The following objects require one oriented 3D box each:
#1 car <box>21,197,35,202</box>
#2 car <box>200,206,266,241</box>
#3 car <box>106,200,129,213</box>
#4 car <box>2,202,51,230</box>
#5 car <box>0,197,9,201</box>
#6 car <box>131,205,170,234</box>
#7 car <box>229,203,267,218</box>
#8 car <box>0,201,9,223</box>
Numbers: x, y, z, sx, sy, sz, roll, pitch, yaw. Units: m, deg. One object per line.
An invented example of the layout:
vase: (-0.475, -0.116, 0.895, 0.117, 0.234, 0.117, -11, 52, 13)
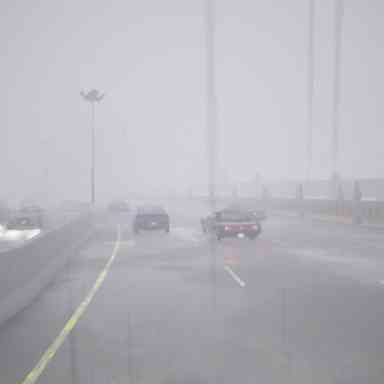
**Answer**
car: (-29.011, 1.580, 58.661, 1.882, 1.535, 5.008, 0, 0, -33)
car: (1.715, 1.580, 16.533, 1.895, 1.301, 4.718, 0, 0, -10)
car: (-8.331, 1.564, 37.134, 1.994, 1.385, 4.181, 0, 0, -23)
car: (-10.408, 1.590, 21.457, 1.994, 1.385, 4.181, 0, 0, -15)
car: (-34.794, 1.621, 61.148, 1.882, 1.535, 5.008, -1, 0, -33)
car: (-2.515, 1.470, 19.476, 1.882, 1.535, 5.008, 0, 0, -13)
car: (3.536, 1.508, 24.424, 2.033, 1.411, 5.357, 0, 0, -15)
car: (-15.330, 1.651, 25.819, 1.895, 1.301, 4.718, 0, 0, -19)
